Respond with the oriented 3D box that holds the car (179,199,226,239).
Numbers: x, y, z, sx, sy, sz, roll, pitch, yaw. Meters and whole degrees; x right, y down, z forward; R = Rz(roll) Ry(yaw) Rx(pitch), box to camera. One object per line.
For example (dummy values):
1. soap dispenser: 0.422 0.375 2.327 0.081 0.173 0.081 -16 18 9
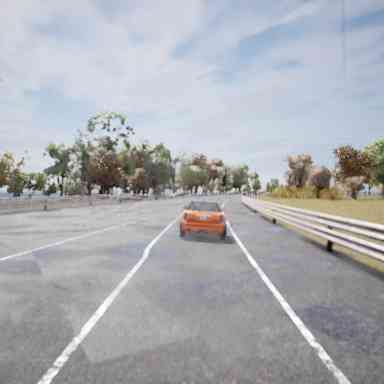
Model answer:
1. car: 0.582 1.163 16.704 2.097 1.767 4.553 3 1 2
